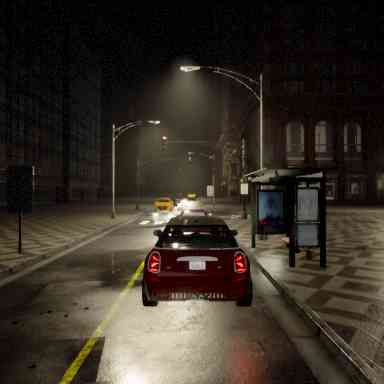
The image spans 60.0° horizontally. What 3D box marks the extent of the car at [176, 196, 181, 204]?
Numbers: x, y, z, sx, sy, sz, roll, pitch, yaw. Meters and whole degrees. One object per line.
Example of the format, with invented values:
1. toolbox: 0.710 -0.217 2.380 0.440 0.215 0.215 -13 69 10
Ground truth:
1. car: -3.132 1.432 50.261 1.837 1.490 4.892 0 0 0

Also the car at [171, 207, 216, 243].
1. car: 0.083 1.558 16.791 1.994 1.385 4.181 0 0 0

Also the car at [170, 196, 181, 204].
1. car: -3.105 1.491 63.336 1.895 1.301 4.718 0 0 0

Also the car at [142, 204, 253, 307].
1. car: 0.094 1.352 8.148 2.097 1.767 4.553 0 0 0

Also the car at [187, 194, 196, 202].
1. car: -0.057 1.441 74.382 1.895 1.301 4.718 0 0 0

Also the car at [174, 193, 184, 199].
1. car: -3.060 0.993 78.523 2.033 1.411 5.357 0 0 0

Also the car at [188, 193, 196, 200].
1. car: -0.065 1.126 84.356 1.882 1.535 5.008 0 0 0

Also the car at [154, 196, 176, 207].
1. car: -3.129 1.436 37.440 1.882 1.535 5.008 0 0 0
